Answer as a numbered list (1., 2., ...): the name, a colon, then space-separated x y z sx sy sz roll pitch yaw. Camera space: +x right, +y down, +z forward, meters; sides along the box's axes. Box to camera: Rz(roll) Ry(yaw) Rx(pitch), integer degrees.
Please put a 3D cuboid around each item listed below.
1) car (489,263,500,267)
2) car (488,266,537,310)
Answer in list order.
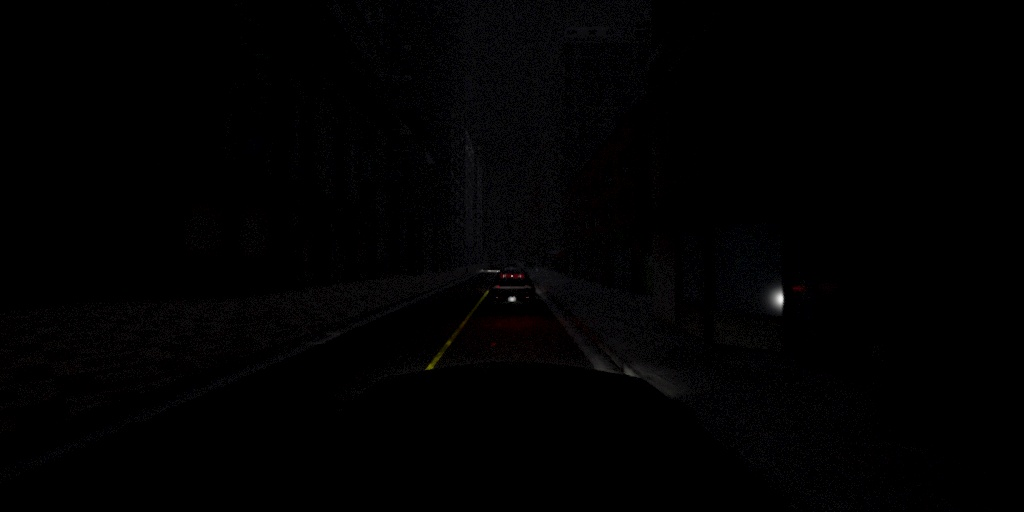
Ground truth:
1. car: -3.031 1.873 64.044 1.994 1.385 4.181 0 0 1
2. car: 0.026 1.371 15.374 2.128 1.511 4.902 0 0 1
